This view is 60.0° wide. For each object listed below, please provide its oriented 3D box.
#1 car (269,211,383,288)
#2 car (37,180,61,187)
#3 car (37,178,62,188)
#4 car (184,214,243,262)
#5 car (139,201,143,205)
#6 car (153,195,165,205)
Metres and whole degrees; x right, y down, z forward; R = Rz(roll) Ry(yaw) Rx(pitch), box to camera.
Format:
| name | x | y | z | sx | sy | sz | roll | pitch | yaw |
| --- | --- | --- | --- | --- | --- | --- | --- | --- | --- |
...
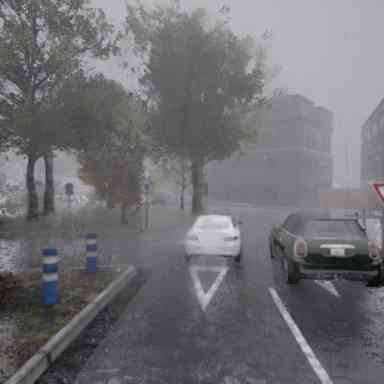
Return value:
| name | x | y | z | sx | sy | sz | roll | pitch | yaw |
| --- | --- | --- | --- | --- | --- | --- | --- | --- | --- |
| car | 3.477 | 1.342 | 9.514 | 2.097 | 1.767 | 4.553 | 0 | 0 | 6 |
| car | -34.304 | -2.004 | 80.000 | 4.892 | 1.521 | 2.231 | -3 | 6 | -38 |
| car | -33.416 | -1.727 | 77.183 | 4.792 | 1.488 | 2.163 | -3 | 6 | -37 |
| car | 0.844 | 1.506 | 12.105 | 1.812 | 1.442 | 4.674 | 0 | 1 | 7 |
| car | -8.355 | 0.740 | 44.565 | 5.566 | 2.045 | 2.150 | 2 | 2 | 44 |
| car | -5.926 | 0.839 | 46.719 | 4.553 | 1.767 | 2.097 | 2 | 2 | 41 |
